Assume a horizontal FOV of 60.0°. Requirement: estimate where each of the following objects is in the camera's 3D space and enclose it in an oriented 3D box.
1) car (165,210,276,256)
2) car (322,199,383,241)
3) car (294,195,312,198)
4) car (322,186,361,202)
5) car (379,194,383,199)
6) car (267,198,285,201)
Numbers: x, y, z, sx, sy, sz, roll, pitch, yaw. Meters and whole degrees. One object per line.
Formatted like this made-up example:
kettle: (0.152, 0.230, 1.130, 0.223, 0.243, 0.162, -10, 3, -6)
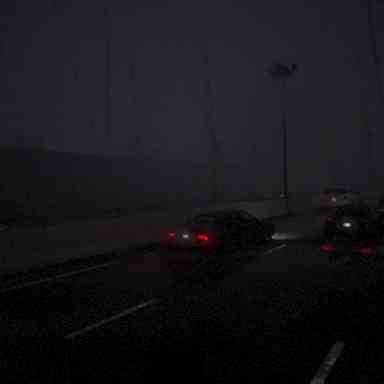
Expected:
car: (1.306, 1.374, 12.420, 2.033, 1.411, 5.357, -1, 1, 37)
car: (7.241, 1.201, 14.566, 1.994, 1.385, 4.181, -1, 1, 36)
car: (14.828, 0.647, 43.022, 2.033, 1.411, 5.357, -1, 1, 36)
car: (12.493, 0.560, 27.686, 2.150, 2.045, 5.566, -1, 1, 36)
car: (16.815, 0.698, 27.652, 1.882, 1.535, 5.008, -1, 1, 36)
car: (12.045, 0.505, 45.141, 2.097, 1.767, 4.553, -1, 1, 36)
